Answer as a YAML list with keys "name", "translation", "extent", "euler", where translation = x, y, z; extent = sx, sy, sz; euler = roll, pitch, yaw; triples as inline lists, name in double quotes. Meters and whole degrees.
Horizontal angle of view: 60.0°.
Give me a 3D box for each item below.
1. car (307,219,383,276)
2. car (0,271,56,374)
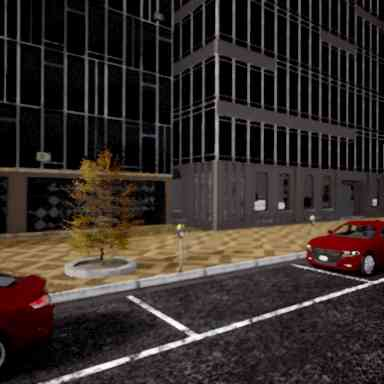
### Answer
- name: "car"
  translation: [5.445, 1.576, 10.425]
  extent: [4.507, 1.381, 1.887]
  euler: [0, 0, -35]
- name: "car"
  translation: [-3.832, 1.579, 3.825]
  extent: [4.206, 1.307, 1.802]
  euler: [0, 0, -35]
